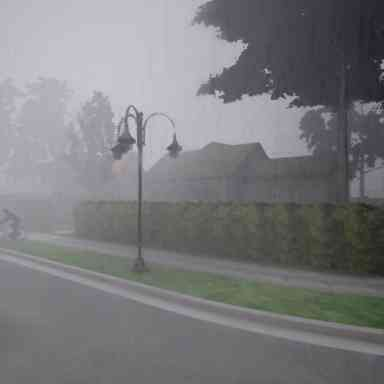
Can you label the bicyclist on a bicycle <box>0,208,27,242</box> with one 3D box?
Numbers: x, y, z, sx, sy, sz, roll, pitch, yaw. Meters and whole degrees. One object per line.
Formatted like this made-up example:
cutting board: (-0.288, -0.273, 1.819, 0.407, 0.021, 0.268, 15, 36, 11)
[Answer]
bicyclist on a bicycle: (-8.802, 1.611, 16.035, 0.582, 1.620, 1.656, -1, -1, 41)
